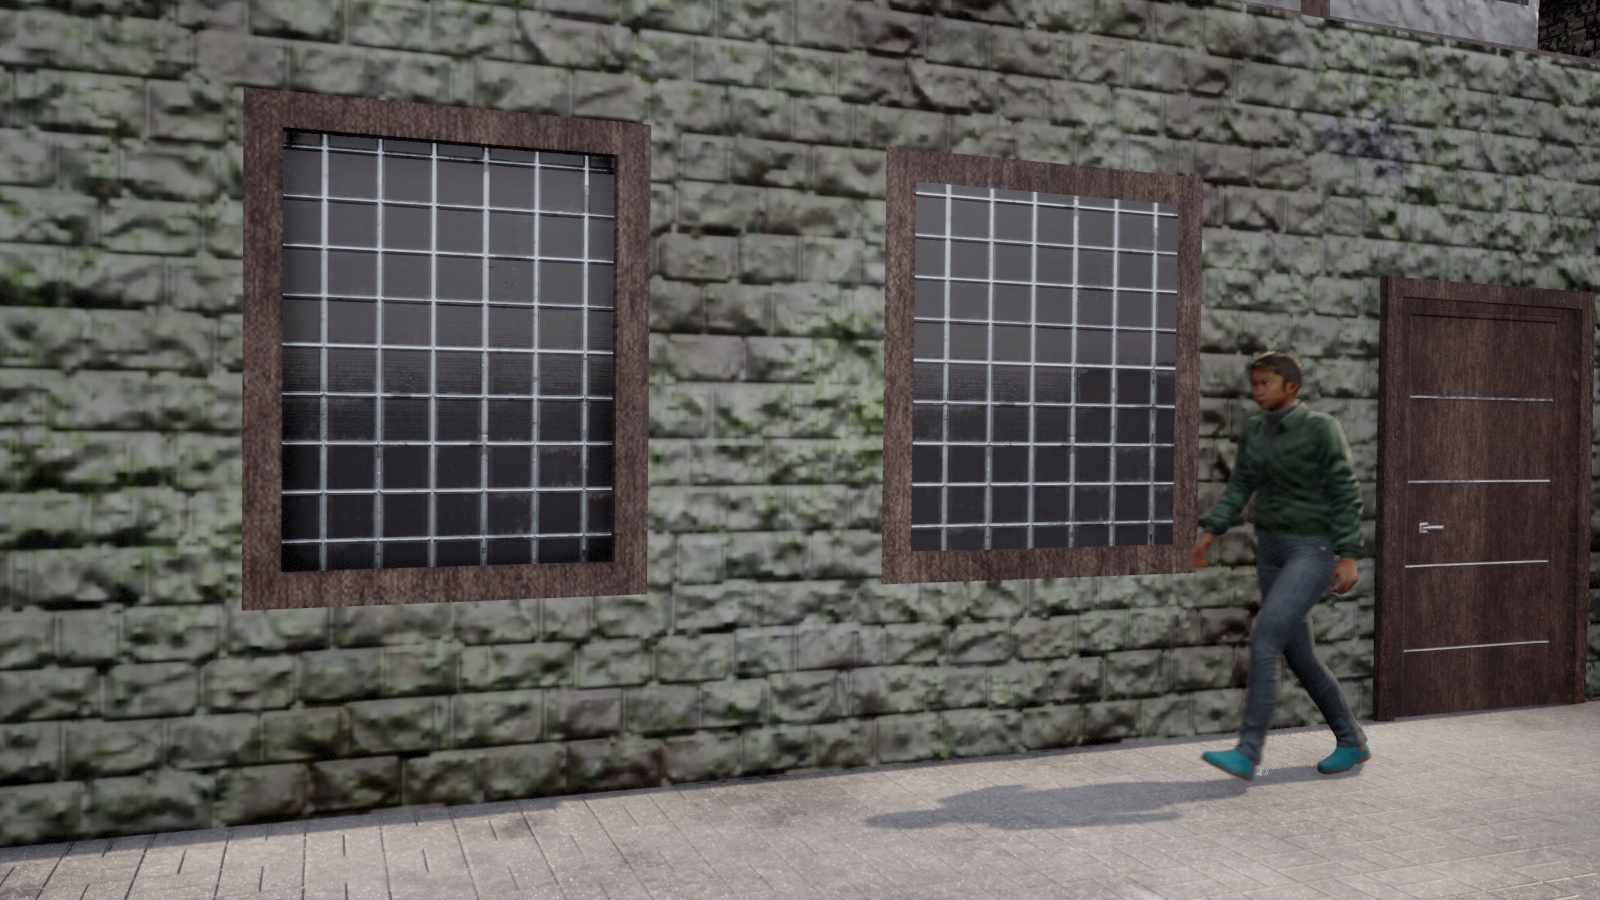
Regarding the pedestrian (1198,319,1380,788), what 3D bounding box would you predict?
[{"bbox_3d":[2.023,0.401,5.206,0.614,1.847,0.353,-1,1,-20],"label":"pedestrian"}]
